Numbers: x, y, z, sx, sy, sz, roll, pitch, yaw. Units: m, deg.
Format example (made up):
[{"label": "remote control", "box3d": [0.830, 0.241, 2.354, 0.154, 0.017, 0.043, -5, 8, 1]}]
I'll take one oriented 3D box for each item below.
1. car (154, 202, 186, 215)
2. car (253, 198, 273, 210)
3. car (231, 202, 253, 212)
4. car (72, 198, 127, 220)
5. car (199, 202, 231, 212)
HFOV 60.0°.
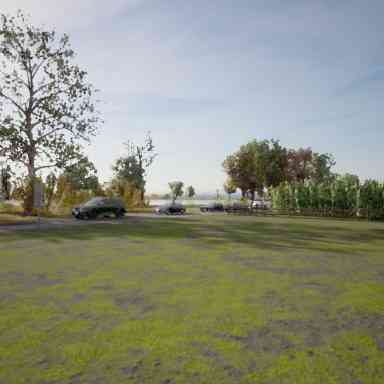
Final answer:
[{"label": "car", "box3d": [-2.699, 2.033, 41.348, 2.128, 1.511, 4.902, -1, -2, 35]}, {"label": "car", "box3d": [12.516, 2.057, 58.158, 2.150, 2.045, 5.566, -1, -2, 35]}, {"label": "car", "box3d": [6.582, 2.223, 49.572, 2.033, 1.411, 5.357, -1, -2, 35]}, {"label": "car", "box3d": [-8.903, 1.602, 32.483, 2.150, 2.045, 5.566, -1, -2, 35]}, {"label": "car", "box3d": [3.265, 2.244, 49.812, 2.033, 1.411, 5.357, -1, -2, 35]}]
